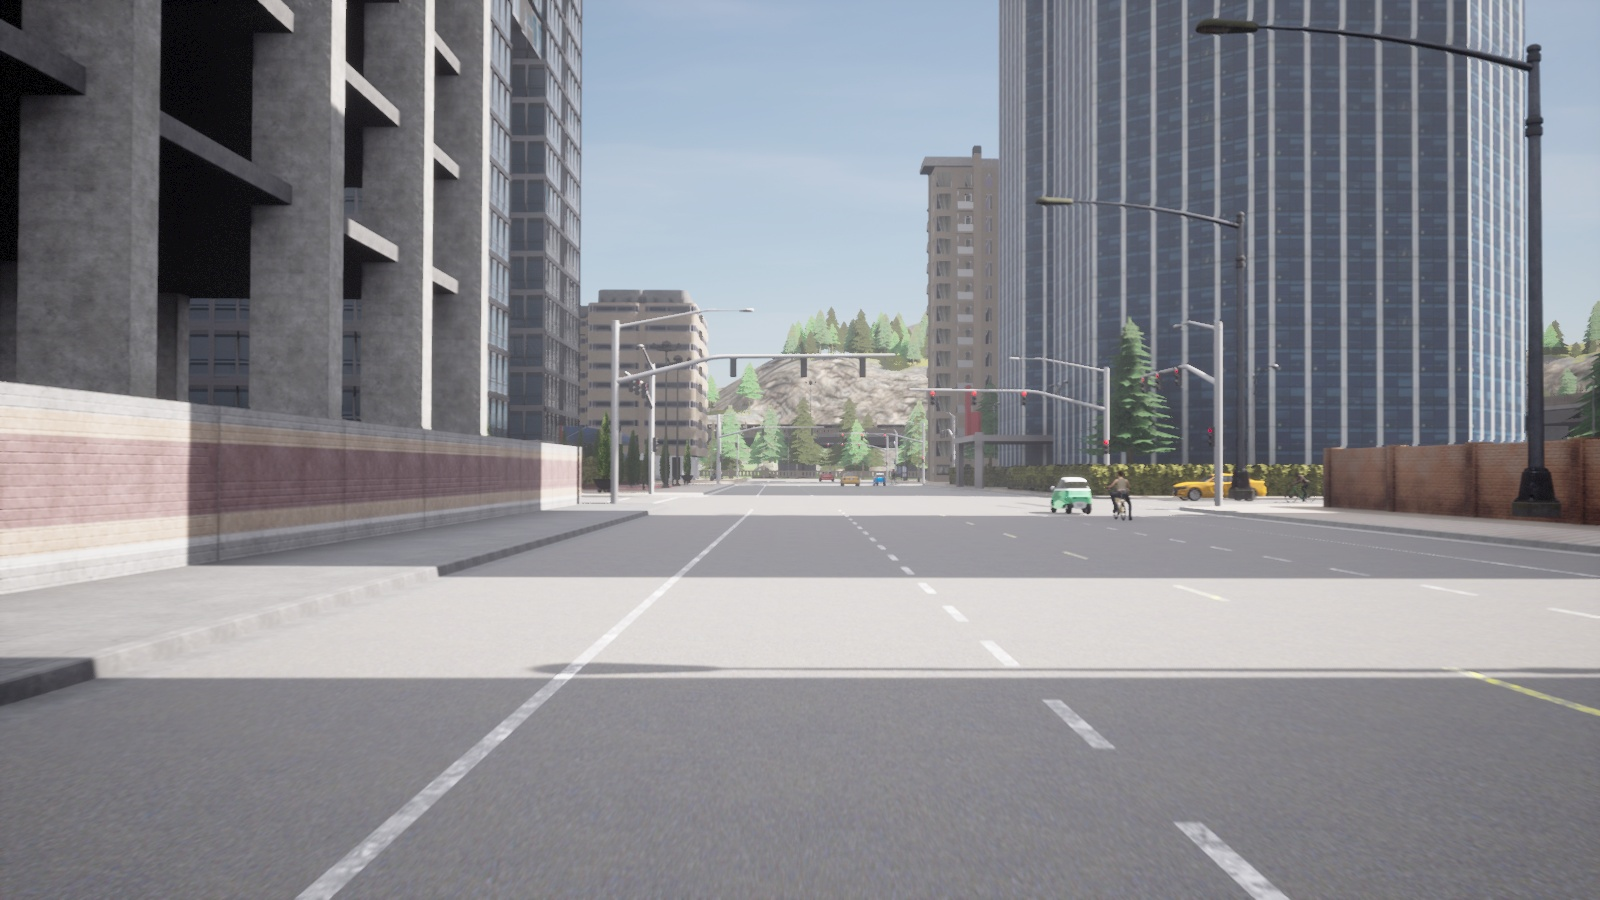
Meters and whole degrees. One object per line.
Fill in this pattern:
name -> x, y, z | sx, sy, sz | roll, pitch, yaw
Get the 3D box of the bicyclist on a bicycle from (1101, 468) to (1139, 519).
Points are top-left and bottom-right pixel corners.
bicyclist on a bicycle -> 10.398, 1.394, 40.860 | 0.866, 1.612, 1.509 | 0, -1, 0

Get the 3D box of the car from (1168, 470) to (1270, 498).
car -> 23.191, 1.865, 69.592 | 5.008, 1.535, 1.882 | 0, -1, -1

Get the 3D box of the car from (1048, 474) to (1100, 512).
car -> 10.367, 1.625, 47.637 | 1.481, 1.376, 2.207 | 0, -1, -1
